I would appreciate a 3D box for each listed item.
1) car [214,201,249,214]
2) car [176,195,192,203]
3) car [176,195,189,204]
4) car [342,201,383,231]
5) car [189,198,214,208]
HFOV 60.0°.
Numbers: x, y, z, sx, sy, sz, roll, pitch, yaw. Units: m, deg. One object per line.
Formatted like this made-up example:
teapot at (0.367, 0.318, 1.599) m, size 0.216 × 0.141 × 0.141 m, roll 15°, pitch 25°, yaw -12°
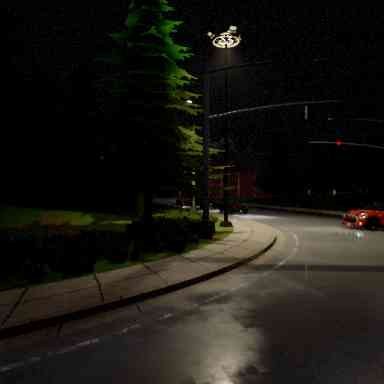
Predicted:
car at (4.354, 1.601, 35.633) m, size 1.895 × 1.301 × 4.718 m, roll 0°, pitch 0°, yaw -15°
car at (-1.802, 1.491, 69.573) m, size 2.128 × 1.511 × 4.902 m, roll 0°, pitch 0°, yaw -17°
car at (-1.202, 1.352, 55.210) m, size 2.097 × 1.767 × 4.553 m, roll 0°, pitch 0°, yaw -17°
car at (11.576, 1.357, 20.265) m, size 4.553 × 1.767 × 2.097 m, roll 0°, pitch 1°, yaw -9°
car at (1.674, 1.221, 45.322) m, size 2.150 × 2.045 × 5.566 m, roll 0°, pitch 0°, yaw -16°
